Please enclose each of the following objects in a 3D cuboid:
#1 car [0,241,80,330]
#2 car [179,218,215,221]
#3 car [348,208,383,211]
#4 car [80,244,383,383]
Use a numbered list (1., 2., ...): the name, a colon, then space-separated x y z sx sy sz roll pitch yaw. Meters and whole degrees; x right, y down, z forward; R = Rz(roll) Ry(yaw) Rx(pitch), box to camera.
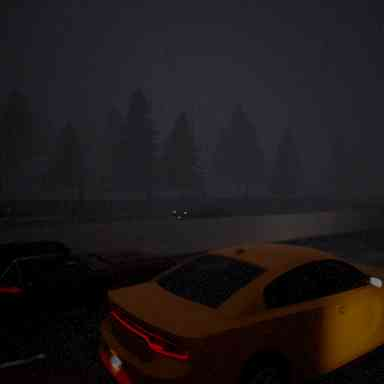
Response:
1. car: -2.590 1.600 6.188 4.718 1.301 1.895 0 0 -36
2. car: 0.840 1.603 26.074 4.718 1.301 1.895 0 0 -35
3. car: 17.730 1.575 33.793 4.181 1.385 1.994 0 0 -35
4. car: 1.282 1.478 4.645 5.008 1.535 1.882 0 0 -36
